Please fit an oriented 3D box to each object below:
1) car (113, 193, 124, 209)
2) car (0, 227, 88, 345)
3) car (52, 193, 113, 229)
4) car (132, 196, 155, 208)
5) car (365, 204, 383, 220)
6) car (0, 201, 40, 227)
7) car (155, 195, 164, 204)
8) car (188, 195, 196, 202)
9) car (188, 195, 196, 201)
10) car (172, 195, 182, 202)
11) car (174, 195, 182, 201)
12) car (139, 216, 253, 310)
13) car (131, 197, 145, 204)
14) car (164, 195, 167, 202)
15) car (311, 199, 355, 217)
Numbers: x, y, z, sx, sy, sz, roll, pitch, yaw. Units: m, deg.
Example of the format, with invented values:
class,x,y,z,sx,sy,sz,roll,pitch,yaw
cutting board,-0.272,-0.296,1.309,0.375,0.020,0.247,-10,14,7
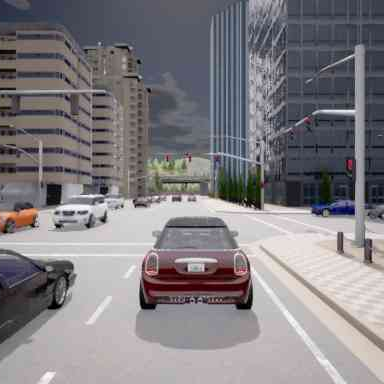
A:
class,x,y,z,sx,sy,sz,roll,pitch,yaw
car,-10.601,1.218,44.477,2.150,2.045,5.566,0,0,0
car,-3.434,1.547,4.790,2.033,1.411,5.357,0,0,0
car,-7.110,1.199,21.883,2.150,2.045,5.566,0,0,0
car,-7.101,1.547,47.994,2.033,1.411,5.357,0,0,0
car,16.279,1.436,26.362,4.902,1.511,2.128,0,0,0
car,-10.604,1.339,18.931,2.097,1.767,4.553,0,0,0
car,-7.059,1.492,62.641,2.128,1.511,4.902,0,0,0
car,-0.004,1.547,75.859,1.994,1.385,4.181,0,0,0
car,-0.004,1.493,84.353,1.812,1.442,4.674,0,0,0
car,-3.504,1.470,74.743,1.882,1.535,5.008,0,0,0
car,-3.504,1.509,84.353,2.033,1.411,5.357,0,0,0
car,0.082,1.352,7.988,2.097,1.767,4.553,0,0,0
car,-10.532,1.601,65.484,1.895,1.301,4.718,0,0,1
car,-7.004,1.513,77.853,2.128,1.511,4.902,0,0,0
car,13.292,1.422,29.885,5.008,1.535,1.882,0,0,1
